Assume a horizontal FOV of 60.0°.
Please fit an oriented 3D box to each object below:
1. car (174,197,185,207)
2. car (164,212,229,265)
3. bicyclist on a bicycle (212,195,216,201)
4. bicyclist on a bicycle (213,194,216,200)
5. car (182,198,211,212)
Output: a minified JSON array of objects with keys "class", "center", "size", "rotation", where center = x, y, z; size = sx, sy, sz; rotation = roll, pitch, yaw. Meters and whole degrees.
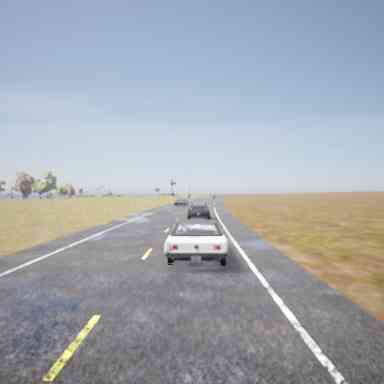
[{"class":"car","center":[-1.756,1.581,53.399],"size":[2.033,1.411,5.357],"rotation":[0,0,4]},{"class":"car","center":[0.177,1.612,11.740],"size":[1.895,1.301,4.718],"rotation":[0,0,1]},{"class":"bicyclist on a bicycle","center":[5.489,1.486,85.317],"size":[0.582,1.620,1.656],"rotation":[0,0,6]},{"class":"bicyclist on a bicycle","center":[6.468,1.401,94.230],"size":[0.659,1.776,1.843],"rotation":[0,0,7]},{"class":"car","center":[0.611,1.515,28.148],"size":[2.128,1.511,4.902],"rotation":[0,0,2]}]
